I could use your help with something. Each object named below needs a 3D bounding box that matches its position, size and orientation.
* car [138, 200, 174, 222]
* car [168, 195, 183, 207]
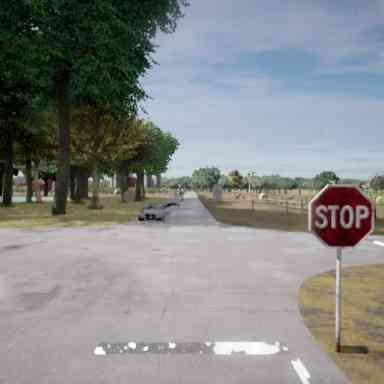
[{"bbox_3d":[-2.822,1.590,25.746,1.994,1.385,4.181,0,1,4],"label":"car"},{"bbox_3d":[-2.748,1.500,49.327,2.033,1.411,5.357,0,0,0],"label":"car"}]
